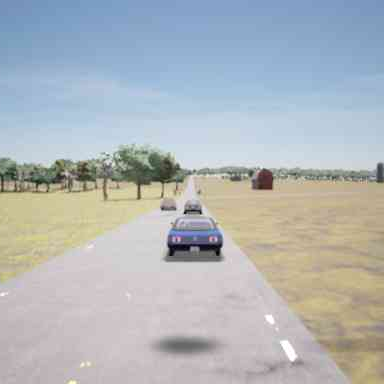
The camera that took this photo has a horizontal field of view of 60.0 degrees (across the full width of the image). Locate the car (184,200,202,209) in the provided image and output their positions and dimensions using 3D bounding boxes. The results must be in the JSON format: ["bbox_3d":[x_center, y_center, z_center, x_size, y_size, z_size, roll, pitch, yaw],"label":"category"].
[{"bbox_3d":[0.102,1.493,34.332,2.033,1.411,5.357,0,0,0],"label":"car"}]

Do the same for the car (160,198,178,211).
[{"bbox_3d":[-2.748,1.468,39.558,1.812,1.442,4.674,0,0,0],"label":"car"}]

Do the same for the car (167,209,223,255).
[{"bbox_3d":[0.098,1.575,13.088,1.895,1.301,4.718,0,0,0],"label":"car"}]
